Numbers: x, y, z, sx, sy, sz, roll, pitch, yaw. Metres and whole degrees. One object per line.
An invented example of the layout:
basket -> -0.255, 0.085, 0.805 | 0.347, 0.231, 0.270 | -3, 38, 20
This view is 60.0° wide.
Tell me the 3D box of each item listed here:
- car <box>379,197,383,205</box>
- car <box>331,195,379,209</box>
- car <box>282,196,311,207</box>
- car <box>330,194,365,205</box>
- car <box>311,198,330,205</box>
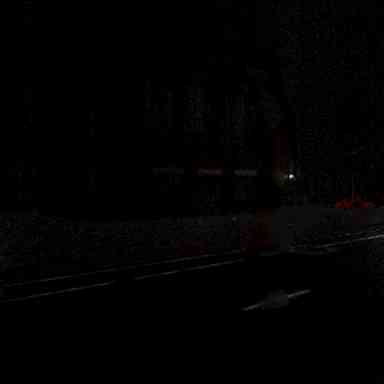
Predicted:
car -> 28.477, 1.435, 49.357 | 1.887, 1.381, 4.507 | -2, 0, -35
car -> 21.617, 1.514, 44.290 | 1.752, 1.417, 4.829 | -2, 0, -35
car -> 15.861, 1.675, 52.395 | 2.008, 1.369, 4.403 | -2, 0, -35
car -> 25.529, 1.275, 53.508 | 2.192, 1.841, 5.009 | -2, 0, -35
car -> 22.596, 1.610, 57.660 | 1.802, 1.307, 4.206 | -2, 0, -35
